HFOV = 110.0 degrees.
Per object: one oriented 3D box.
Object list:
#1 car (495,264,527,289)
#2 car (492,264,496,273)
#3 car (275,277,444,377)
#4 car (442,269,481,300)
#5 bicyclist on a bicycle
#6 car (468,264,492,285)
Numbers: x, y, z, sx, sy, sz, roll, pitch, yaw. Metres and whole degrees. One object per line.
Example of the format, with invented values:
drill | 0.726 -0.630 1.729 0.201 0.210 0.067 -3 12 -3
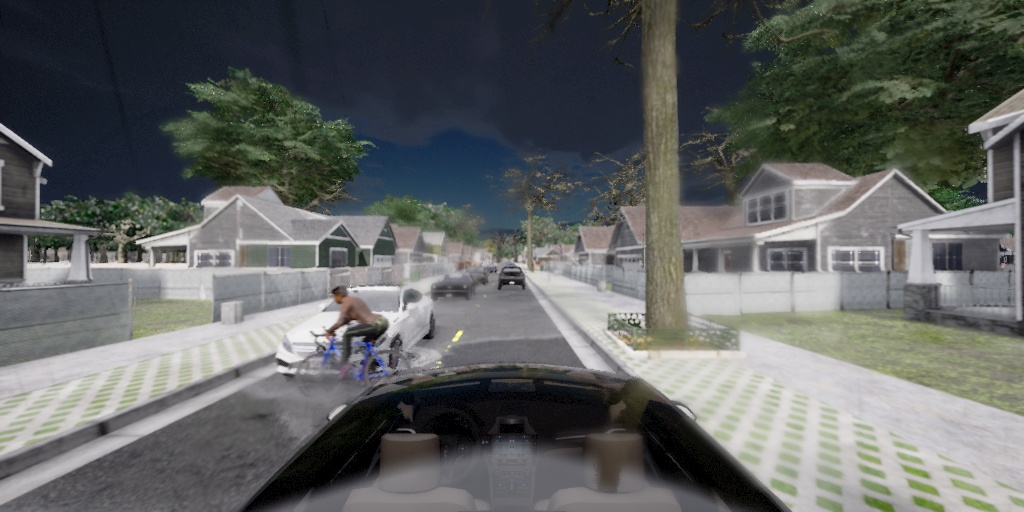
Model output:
car | -0.013 1.523 25.924 1.837 1.490 4.892 0 -1 0
car | -3.084 1.859 52.201 2.033 1.411 5.357 0 -1 0
car | -2.874 1.342 7.673 1.812 1.442 4.674 0 0 0
car | -2.919 1.541 18.868 1.895 1.301 4.718 0 -1 0
bicyclist on a bicycle | -2.275 1.241 5.126 1.656 1.620 0.582 -2 -1 0
car | -2.925 1.564 29.542 1.837 1.490 4.892 0 -1 0
